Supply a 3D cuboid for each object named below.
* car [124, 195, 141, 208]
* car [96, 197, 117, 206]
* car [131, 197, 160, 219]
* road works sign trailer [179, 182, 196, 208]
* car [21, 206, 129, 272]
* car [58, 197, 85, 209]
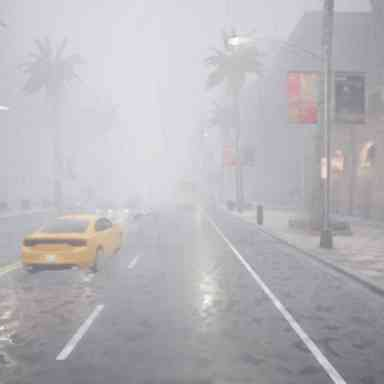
[{"bbox_3d":[-7.703,1.253,44.404,2.097,1.767,4.553,0,0,-1],"label":"car"},{"bbox_3d":[-11.200,1.428,44.151,1.812,1.442,4.674,0,0,-1],"label":"car"},{"bbox_3d":[-3.796,1.463,28.672,1.812,1.442,4.674,0,0,-1],"label":"car"},{"bbox_3d":[-0.648,0.364,46.117,2.380,3.560,2.880,0,0,-1],"label":"road works sign trailer"},{"bbox_3d":[-3.527,1.454,10.701,1.882,1.535,5.008,0,0,-1],"label":"car"},{"bbox_3d":[-14.130,1.393,39.265,2.231,1.521,4.892,0,0,-1],"label":"car"}]
